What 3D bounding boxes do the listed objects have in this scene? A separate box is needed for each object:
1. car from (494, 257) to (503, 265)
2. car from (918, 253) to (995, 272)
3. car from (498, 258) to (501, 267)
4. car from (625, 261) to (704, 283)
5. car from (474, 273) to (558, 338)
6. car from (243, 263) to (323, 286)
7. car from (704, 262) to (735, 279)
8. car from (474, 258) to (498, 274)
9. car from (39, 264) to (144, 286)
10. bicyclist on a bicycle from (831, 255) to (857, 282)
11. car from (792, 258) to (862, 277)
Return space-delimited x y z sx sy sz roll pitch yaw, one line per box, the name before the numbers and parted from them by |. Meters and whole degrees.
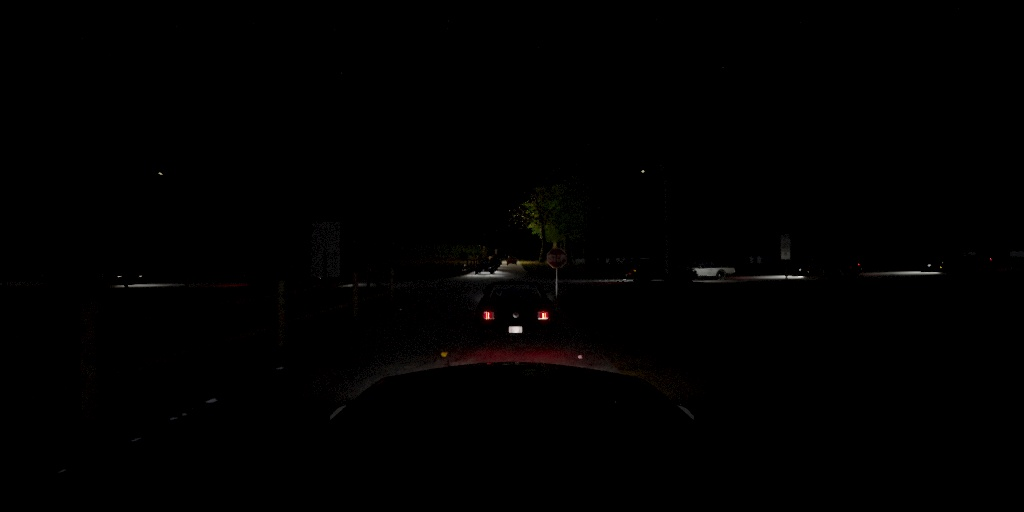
car | -2.919 1.106 58.786 2.033 1.411 5.357 0 1 1
car | 34.027 0.471 27.562 4.181 1.385 1.994 -2 -1 -1
car | -2.929 1.245 48.993 1.895 1.301 4.718 0 0 0
car | 10.120 1.064 24.488 4.674 1.442 1.812 -1 -1 0
car | 0.082 1.350 10.187 1.895 1.301 4.718 0 0 0
car | -15.415 1.246 24.322 4.892 1.490 1.837 0 -1 1
car | 14.194 1.115 27.458 4.718 1.301 1.895 -1 -1 0
car | -2.951 1.225 39.943 1.812 1.442 4.674 0 0 1
car | -28.406 1.269 24.299 5.357 1.411 2.033 0 -1 0
bicyclist on a bicycle | 19.855 0.741 21.504 0.582 1.620 1.656 -1 -1 0
car | 24.084 0.821 27.506 4.181 1.385 1.994 -2 -1 0
